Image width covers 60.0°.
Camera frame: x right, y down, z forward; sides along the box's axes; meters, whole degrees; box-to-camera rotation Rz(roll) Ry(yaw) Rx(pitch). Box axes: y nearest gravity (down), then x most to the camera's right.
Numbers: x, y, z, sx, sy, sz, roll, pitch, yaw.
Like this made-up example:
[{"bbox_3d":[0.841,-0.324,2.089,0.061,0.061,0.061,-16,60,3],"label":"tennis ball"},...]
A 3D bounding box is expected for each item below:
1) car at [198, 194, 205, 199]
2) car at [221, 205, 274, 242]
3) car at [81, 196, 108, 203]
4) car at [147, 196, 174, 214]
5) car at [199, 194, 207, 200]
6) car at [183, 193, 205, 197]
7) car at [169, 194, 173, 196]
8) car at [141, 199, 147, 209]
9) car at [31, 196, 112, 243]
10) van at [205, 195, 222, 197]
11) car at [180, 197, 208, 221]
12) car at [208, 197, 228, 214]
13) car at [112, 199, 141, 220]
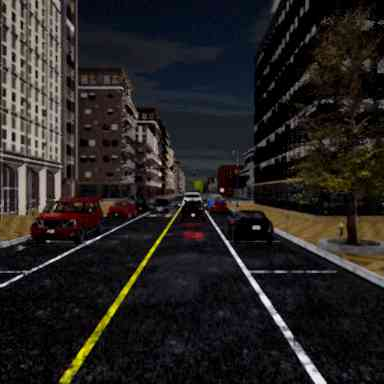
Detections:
[{"bbox_3d":[2.756,1.303,94.465,1.802,1.307,4.206,0,0,0],"label":"car"},{"bbox_3d":[2.672,1.505,15.844,1.947,1.339,4.313,0,0,0],"label":"car"},{"bbox_3d":[-17.426,1.324,59.425,4.206,1.307,1.802,0,0,0],"label":"car"},{"bbox_3d":[-3.073,1.403,33.877,1.812,1.442,4.674,0,0,0],"label":"car"},{"bbox_3d":[2.749,1.269,83.557,1.752,1.417,4.829,0,0,0],"label":"car"},{"bbox_3d":[0.082,1.085,38.861,2.150,2.045,5.566,0,0,1],"label":"car"},{"bbox_3d":[-5.628,1.258,88.760,1.752,1.417,4.829,0,0,0],"label":"car"},{"bbox_3d":[-5.661,1.428,38.631,1.947,1.339,4.313,0,0,0],"label":"car"},{"bbox_3d":[-5.674,1.254,15.875,2.192,1.841,5.009,0,0,0],"label":"car"},{"bbox_3d":[2.687,1.203,38.599,1.690,1.788,3.998,0,0,0],"label":"van"},{"bbox_3d":[0.101,1.407,26.444,1.837,1.490,4.892,0,0,0],"label":"car"},{"bbox_3d":[2.683,1.463,32.911,1.802,1.307,4.206,0,0,0],"label":"car"},{"bbox_3d":[-5.668,1.444,27.254,1.887,1.381,4.507,0,0,0],"label":"car"}]
